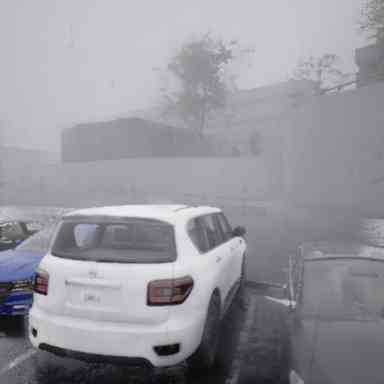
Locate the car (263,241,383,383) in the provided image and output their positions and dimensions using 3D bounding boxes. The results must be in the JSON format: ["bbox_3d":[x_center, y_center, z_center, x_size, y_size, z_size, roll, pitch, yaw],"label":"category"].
[{"bbox_3d":[2.097,1.492,4.315,2.231,1.521,4.892,1,-1,15],"label":"car"}]

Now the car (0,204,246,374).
[{"bbox_3d":[-0.334,1.232,6.074,2.435,2.045,5.566,0,-1,16],"label":"car"}]
